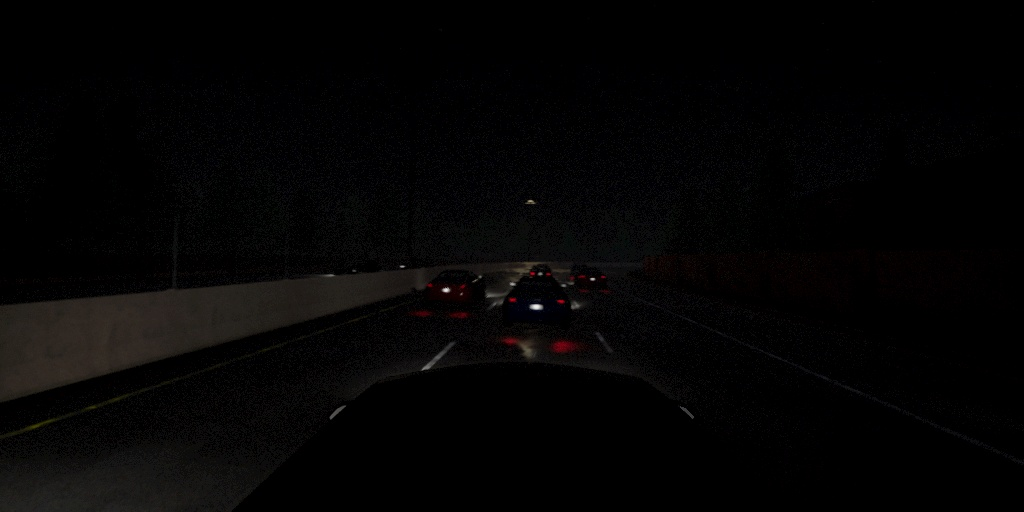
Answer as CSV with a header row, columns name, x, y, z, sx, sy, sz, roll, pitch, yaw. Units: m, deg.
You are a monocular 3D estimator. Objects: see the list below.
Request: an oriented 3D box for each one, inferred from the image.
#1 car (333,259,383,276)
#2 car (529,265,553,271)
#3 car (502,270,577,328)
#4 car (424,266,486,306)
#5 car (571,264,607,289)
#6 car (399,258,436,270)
name,x,y,z,sx,sy,sz,roll,pitch,yaw
car,-11.957,0.983,28.174,1.882,1.535,5.008,1,0,6
car,2.417,1.438,30.012,2.033,1.411,5.357,1,0,5
car,0.830,1.363,11.701,1.994,1.385,4.181,2,0,5
car,-2.345,1.290,15.673,1.994,1.385,4.181,2,0,5
car,5.549,1.526,25.816,1.994,1.385,4.181,1,0,5
car,-8.120,0.968,31.260,2.097,1.767,4.553,2,0,6
